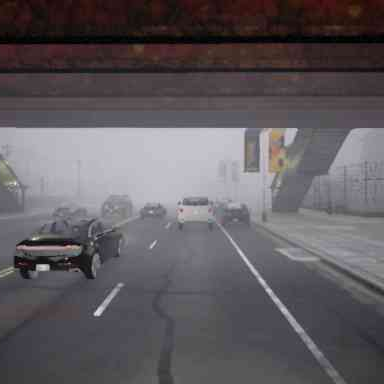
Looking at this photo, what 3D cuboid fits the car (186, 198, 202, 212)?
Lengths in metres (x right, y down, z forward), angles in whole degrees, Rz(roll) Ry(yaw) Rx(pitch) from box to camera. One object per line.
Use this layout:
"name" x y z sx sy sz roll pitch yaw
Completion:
"car" 0.245 1.538 39.856 1.837 1.490 4.892 0 0 0

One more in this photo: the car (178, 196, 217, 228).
"car" 0.223 1.241 22.158 2.150 2.045 5.566 0 0 0

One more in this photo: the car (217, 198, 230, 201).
"car" 3.183 1.383 34.229 2.185 1.767 4.553 0 0 0

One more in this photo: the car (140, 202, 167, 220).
"car" -3.263 1.588 28.720 1.994 1.385 4.181 0 0 0

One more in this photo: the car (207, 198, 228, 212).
"car" 3.046 1.514 40.654 2.097 1.535 5.008 0 0 0

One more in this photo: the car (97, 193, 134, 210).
"car" -6.940 1.246 31.296 2.150 2.045 5.566 0 0 0

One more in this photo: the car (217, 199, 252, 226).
"car" 3.143 1.501 23.453 2.231 1.521 4.892 0 0 10

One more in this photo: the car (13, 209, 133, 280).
"car" -3.354 1.500 9.957 2.128 1.511 4.902 0 0 1

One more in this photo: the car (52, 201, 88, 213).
"car" -10.441 1.550 28.860 1.812 1.442 4.674 0 0 0
